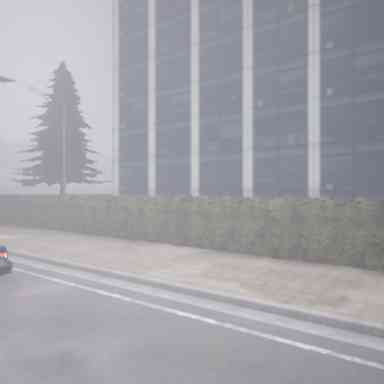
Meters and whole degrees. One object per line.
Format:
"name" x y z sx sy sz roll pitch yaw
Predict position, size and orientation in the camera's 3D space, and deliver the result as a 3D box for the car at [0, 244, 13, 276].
"car" -6.811 1.547 8.783 5.357 1.411 2.033 0 0 36
